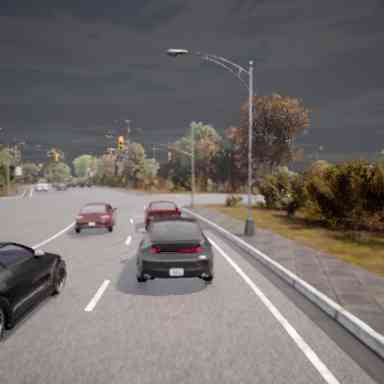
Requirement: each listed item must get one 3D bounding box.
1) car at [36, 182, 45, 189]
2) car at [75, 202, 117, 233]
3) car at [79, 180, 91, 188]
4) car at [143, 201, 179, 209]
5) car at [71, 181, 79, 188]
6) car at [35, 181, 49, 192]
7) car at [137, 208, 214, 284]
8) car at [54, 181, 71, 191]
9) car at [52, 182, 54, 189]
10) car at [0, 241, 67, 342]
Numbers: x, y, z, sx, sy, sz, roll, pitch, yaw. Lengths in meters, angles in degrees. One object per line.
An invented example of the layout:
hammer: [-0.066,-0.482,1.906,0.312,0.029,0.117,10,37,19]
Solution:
car: [-35.724,-1.564,78.356,1.882,1.535,5.008,-1,3,-26]
car: [-5.132,1.293,18.135,1.812,1.442,4.674,0,2,-9]
car: [-26.908,-2.102,84.233,2.150,2.045,5.566,-1,3,-26]
car: [-1.677,1.218,18.636,1.882,1.535,5.008,0,2,-9]
car: [-30.049,-1.751,82.703,1.837,1.490,4.892,-1,3,-26]
car: [-28.607,-1.139,63.560,2.150,2.045,5.566,-1,3,-26]
car: [-0.516,1.453,9.545,1.837,1.490,4.892,0,0,-4]
car: [-25.452,-0.915,65.087,1.812,1.442,4.674,-1,3,-26]
car: [-32.562,-1.616,79.856,1.837,1.490,4.892,-1,3,-26]
car: [-3.774,1.563,5.964,1.994,1.385,4.181,0,0,-4]
